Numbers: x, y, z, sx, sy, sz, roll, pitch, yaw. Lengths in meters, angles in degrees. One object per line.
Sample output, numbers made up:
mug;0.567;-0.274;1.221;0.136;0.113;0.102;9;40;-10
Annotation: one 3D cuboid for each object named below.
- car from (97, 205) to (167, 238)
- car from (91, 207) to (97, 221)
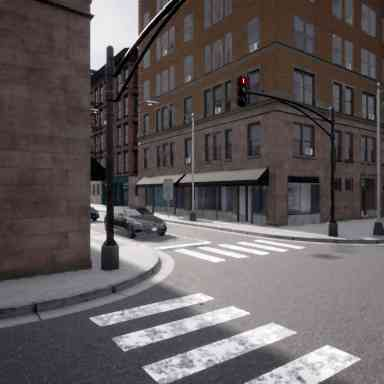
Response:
car;-3.081;1.436;17.262;1.812;1.442;4.674;0;0;-35
car;-8.738;1.397;25.186;2.033;1.411;5.357;0;0;-36
